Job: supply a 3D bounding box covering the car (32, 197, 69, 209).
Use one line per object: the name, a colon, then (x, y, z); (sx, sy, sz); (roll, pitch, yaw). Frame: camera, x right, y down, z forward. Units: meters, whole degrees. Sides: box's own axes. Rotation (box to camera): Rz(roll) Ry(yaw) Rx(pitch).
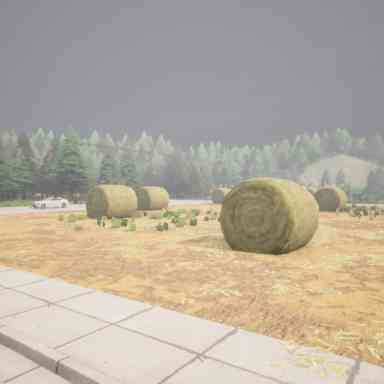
car: (-18.396, 1.415, 43.460); (1.812, 1.442, 4.674); (0, 0, 36)
